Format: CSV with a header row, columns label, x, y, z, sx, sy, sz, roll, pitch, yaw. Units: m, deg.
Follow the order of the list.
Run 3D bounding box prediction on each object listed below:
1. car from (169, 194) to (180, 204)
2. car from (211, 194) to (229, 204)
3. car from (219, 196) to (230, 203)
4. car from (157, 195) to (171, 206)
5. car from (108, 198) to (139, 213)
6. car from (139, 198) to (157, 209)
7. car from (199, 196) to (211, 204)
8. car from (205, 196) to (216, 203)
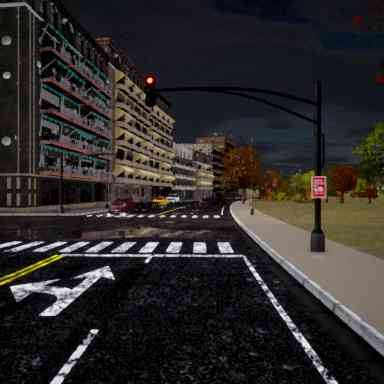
label,x,y,z,sx,sy,sz,roll,pitch,yaw
car,-4.017,1.452,68.963,2.150,2.045,5.566,0,0,9
car,5.813,1.457,68.666,2.150,2.045,5.566,0,0,10
car,7.707,1.784,79.127,2.128,1.511,4.902,0,0,12
car,-5.610,1.651,58.511,1.882,1.535,5.008,0,0,8
car,-7.995,1.432,38.272,2.097,1.767,4.553,0,0,5
car,-6.963,1.726,48.299,1.895,1.301,4.718,0,0,7
car,2.595,1.728,69.128,2.128,1.511,4.902,0,0,10
car,4.433,1.729,79.325,1.882,1.535,5.008,0,0,12
